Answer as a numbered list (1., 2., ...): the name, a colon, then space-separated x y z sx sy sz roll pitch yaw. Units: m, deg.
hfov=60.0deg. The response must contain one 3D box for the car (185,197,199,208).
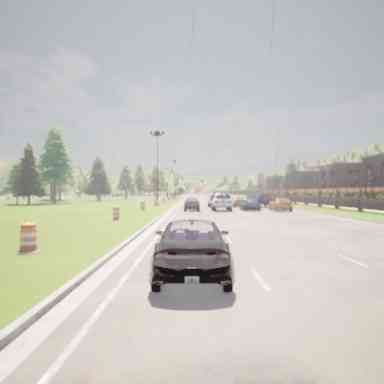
1. car: -0.002 1.538 49.912 2.033 1.411 5.357 0 0 0

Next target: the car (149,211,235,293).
1. car: -0.001 1.490 8.879 2.128 1.511 4.902 0 0 0

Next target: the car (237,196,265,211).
1. car: 6.998 1.556 39.909 1.994 1.385 4.181 0 0 0

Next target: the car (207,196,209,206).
1. car: 3.498 1.211 49.942 2.150 2.045 5.566 0 0 0

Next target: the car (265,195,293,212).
1. car: 10.498 1.469 39.492 1.882 1.535 5.008 0 0 0

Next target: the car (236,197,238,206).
1. car: 6.998 1.468 49.912 1.882 1.535 5.008 0 0 0

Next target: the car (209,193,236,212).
1. car: 3.498 1.214 39.522 2.150 2.045 5.566 0 0 0

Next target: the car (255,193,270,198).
1. car: 10.498 1.211 49.942 2.150 2.045 5.566 0 0 0

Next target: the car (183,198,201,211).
1. car: -0.002 1.484 39.492 2.128 1.511 4.902 0 0 0
